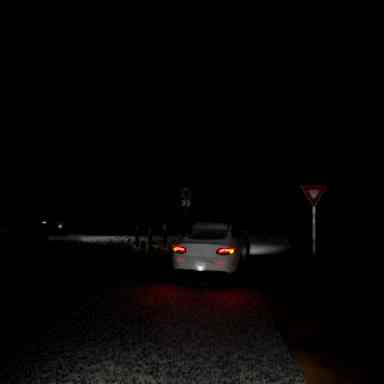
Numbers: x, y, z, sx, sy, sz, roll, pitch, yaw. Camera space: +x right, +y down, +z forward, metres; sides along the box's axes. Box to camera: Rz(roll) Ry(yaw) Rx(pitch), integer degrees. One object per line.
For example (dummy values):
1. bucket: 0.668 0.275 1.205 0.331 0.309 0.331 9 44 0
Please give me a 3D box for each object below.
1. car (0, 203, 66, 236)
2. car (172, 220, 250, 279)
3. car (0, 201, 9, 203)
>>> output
1. car: -9.452 1.610 18.909 4.902 1.511 2.128 0 0 21
2. car: 0.709 1.590 10.233 1.812 1.442 4.674 0 0 13
3. car: -19.573 1.712 33.084 1.837 1.490 4.892 -2 -1 8
